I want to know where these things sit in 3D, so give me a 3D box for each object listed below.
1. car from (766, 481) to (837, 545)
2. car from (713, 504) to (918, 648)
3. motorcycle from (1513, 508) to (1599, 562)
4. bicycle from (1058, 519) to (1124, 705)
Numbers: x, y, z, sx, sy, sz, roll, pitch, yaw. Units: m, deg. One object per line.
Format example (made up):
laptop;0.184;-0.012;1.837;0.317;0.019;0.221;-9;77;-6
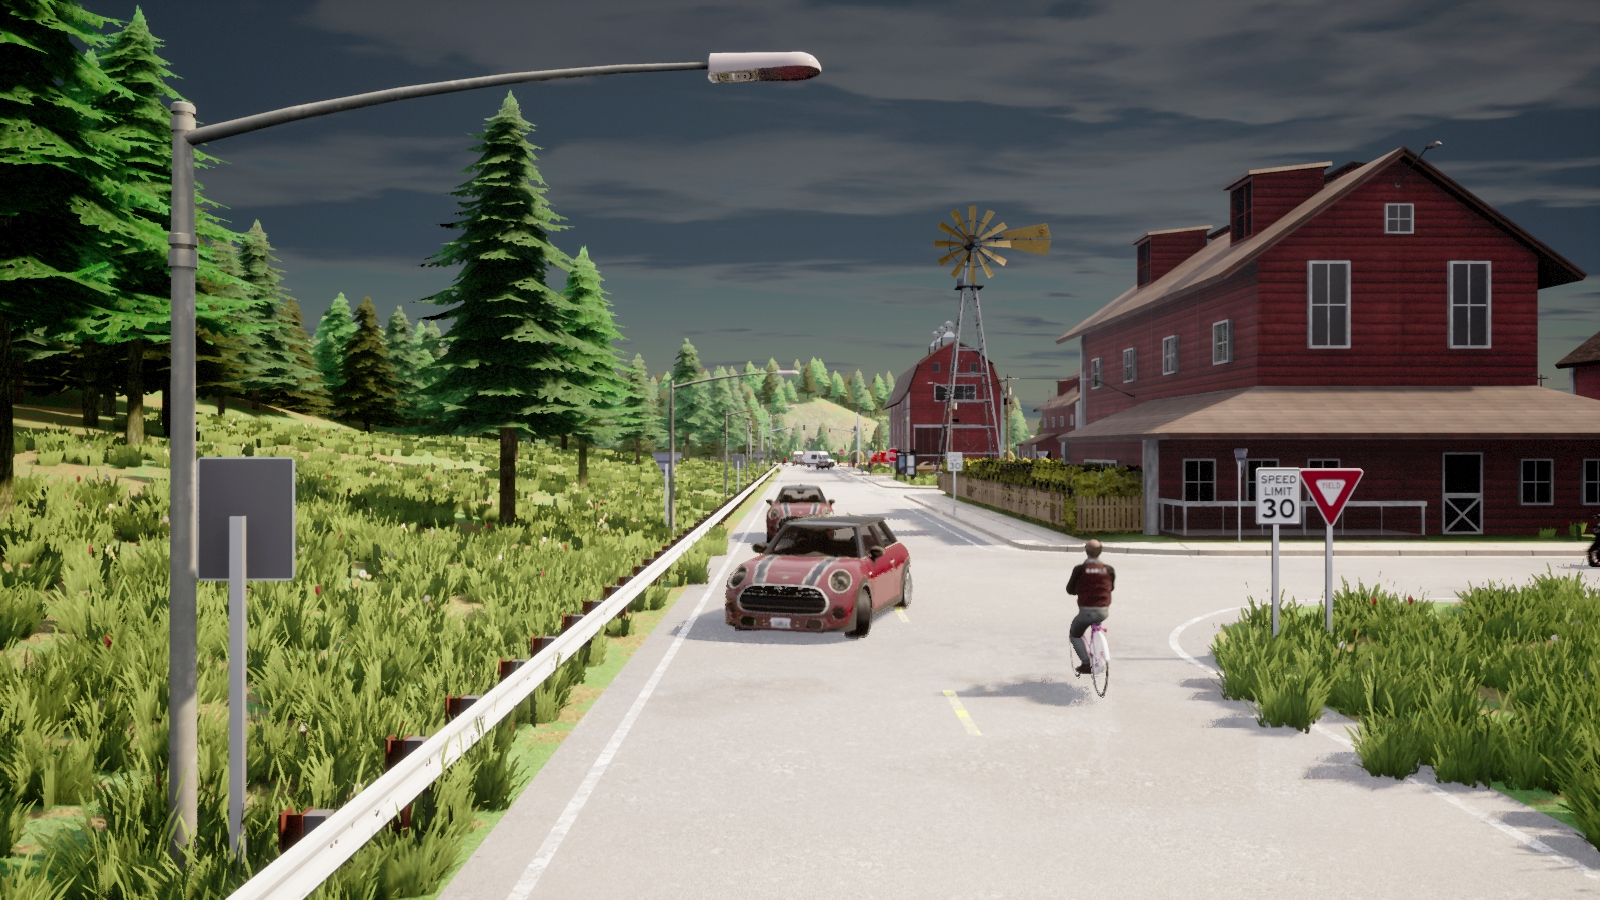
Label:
car;0.054;1.906;35.992;2.097;1.767;4.553;0;0;0
car;0.422;1.900;18.627;2.097;1.767;4.553;0;0;18
motorcycle;18.794;2.065;27.928;2.209;1.251;0.867;0;0;0
bicycle;3.404;1.836;13.475;0.329;1.919;1.835;0;0;1
